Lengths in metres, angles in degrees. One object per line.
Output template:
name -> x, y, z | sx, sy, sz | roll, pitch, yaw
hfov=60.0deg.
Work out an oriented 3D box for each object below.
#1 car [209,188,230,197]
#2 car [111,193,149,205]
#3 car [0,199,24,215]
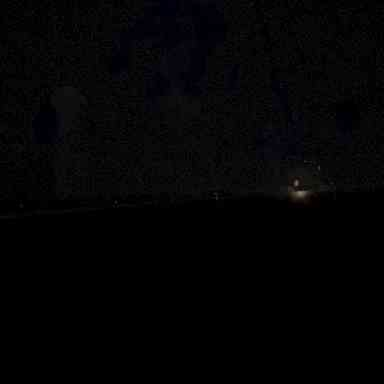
car -> 4.702, 0.083, 56.334 | 1.837, 1.490, 4.892 | -2, 0, 36
car -> -7.343, 0.795, 39.636 | 1.895, 1.301, 4.718 | -2, 1, 36
car -> -16.497, 1.270, 26.752 | 2.033, 1.411, 5.357 | -2, 1, 34
